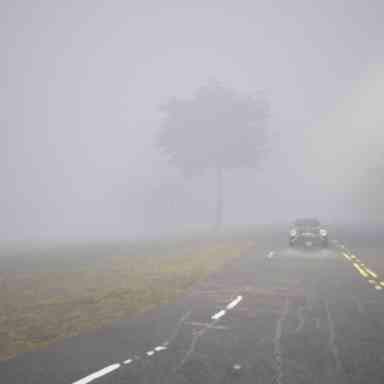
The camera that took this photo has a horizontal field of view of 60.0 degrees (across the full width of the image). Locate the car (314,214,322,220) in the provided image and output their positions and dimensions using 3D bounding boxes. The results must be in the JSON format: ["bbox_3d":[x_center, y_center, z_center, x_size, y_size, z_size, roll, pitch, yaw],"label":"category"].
[{"bbox_3d":[33.199,6.552,87.709,1.895,1.301,4.718,-2,-4,18],"label":"car"}]

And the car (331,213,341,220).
[{"bbox_3d":[33.278,5.702,76.893,1.882,1.535,5.008,-2,-4,18],"label":"car"}]

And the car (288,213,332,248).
[{"bbox_3d":[7.024,2.344,20.220,2.097,1.767,4.553,-2,-4,18],"label":"car"}]
